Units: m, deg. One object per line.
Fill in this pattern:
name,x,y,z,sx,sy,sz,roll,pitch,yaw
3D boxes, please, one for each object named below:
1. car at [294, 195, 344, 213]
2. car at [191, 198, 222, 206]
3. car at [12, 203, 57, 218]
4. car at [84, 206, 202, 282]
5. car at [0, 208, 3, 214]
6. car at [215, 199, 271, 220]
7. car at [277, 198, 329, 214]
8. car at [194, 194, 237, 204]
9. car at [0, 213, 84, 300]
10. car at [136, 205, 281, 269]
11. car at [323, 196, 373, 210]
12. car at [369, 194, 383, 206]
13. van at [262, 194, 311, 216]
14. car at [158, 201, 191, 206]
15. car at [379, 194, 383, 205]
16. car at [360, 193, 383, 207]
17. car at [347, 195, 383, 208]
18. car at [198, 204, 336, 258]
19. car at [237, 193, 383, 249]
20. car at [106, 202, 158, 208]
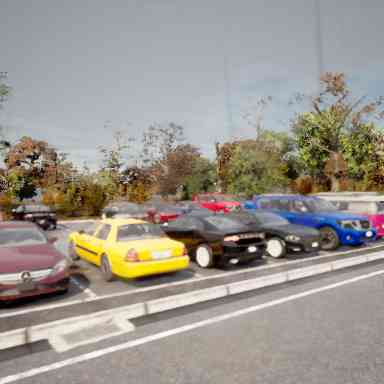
car,13.663,1.209,36.042,2.185,1.767,4.553,-1,1,-35
car,-0.198,1.484,26.267,2.163,1.488,4.792,0,0,-35
car,-9.441,1.421,19.776,2.097,1.535,5.008,0,0,-35
car,-2.164,1.420,9.748,1.946,1.575,5.366,0,0,-35
car,-11.631,1.287,18.198,2.185,1.767,4.553,0,0,-35
car,4.412,1.467,29.549,2.097,1.535,5.008,0,0,-35
car,11.424,1.404,34.540,2.163,1.488,4.792,-1,1,-35
car,2.109,1.211,27.897,2.435,2.045,5.566,0,0,-35
car,-4.367,1.455,7.969,2.002,1.452,4.674,0,0,-35
car,0.255,1.431,11.222,2.097,1.535,5.008,0,0,-35
car,18.358,1.251,39.401,2.231,1.521,4.892,-1,1,-35
car,27.490,1.085,45.832,2.097,1.535,5.008,-1,1,-35
van,9.199,1.190,32.786,1.878,1.987,4.442,-1,1,-35
car,-2.505,1.475,24.639,2.163,1.488,4.792,0,0,-35
car,29.791,1.044,47.468,2.097,1.535,5.008,-1,1,-35
car,25.161,1.001,44.232,2.185,1.767,4.553,-1,1,-35
car,22.871,1.168,42.584,2.097,1.535,5.008,-1,1,-35
car,2.556,1.439,12.860,2.097,1.535,5.008,0,0,-35
car,4.885,1.197,14.463,2.435,2.045,5.566,0,0,-35
car,-4.731,1.439,23.113,2.231,1.521,4.892,0,0,-35
